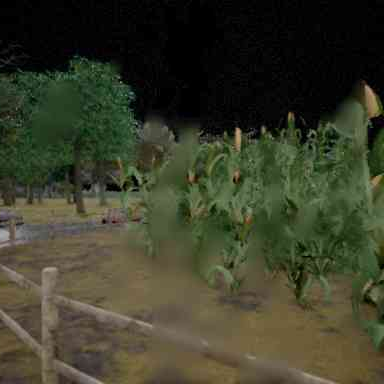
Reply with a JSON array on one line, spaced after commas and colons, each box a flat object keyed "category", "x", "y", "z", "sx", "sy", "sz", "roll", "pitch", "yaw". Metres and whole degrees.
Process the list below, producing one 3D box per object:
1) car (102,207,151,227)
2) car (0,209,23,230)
[{"category": "car", "x": -4.771, "y": 1.826, "z": 25.402, "sx": 1.994, "sy": 1.385, "sz": 4.181, "roll": -2, "pitch": -2, "yaw": 36}, {"category": "car", "x": -13.212, "y": 1.742, "z": 20.932, "sx": 1.812, "sy": 1.442, "sz": 4.674, "roll": -2, "pitch": -2, "yaw": 44}]
